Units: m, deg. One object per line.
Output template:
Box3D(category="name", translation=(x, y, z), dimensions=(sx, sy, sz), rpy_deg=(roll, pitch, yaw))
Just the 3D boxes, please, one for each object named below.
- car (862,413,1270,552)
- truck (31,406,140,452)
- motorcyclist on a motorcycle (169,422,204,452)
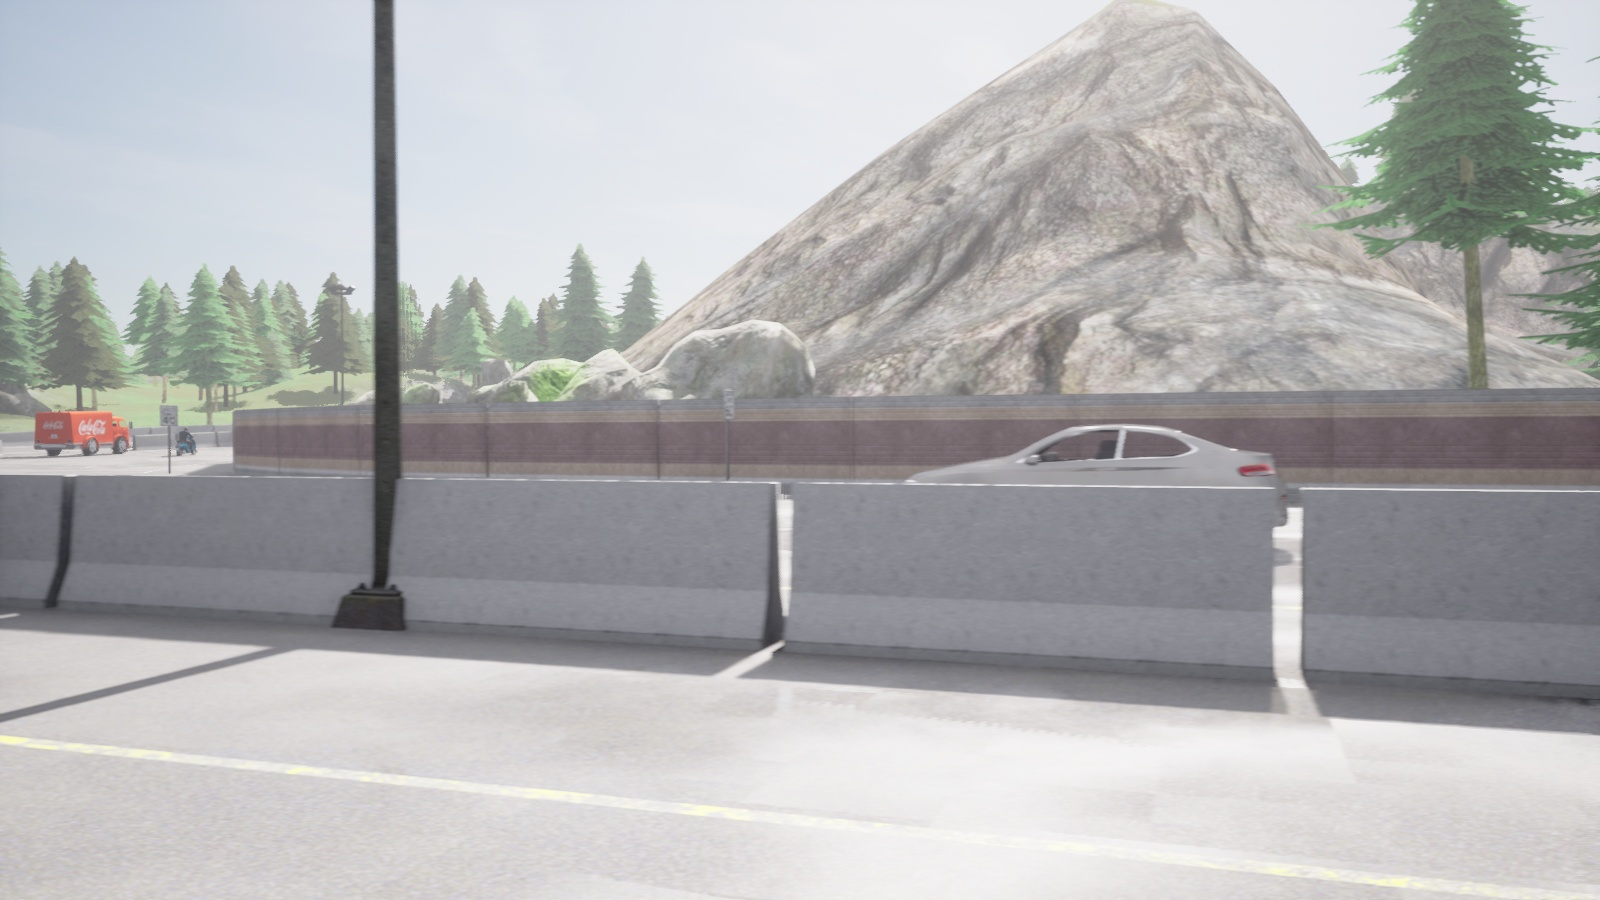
Box3D(category="car", translation=(3.549, 0.350, 16.766), dimensions=(5.027, 1.651, 2.152), rpy_deg=(1, 1, 19))
Box3D(category="truck", translation=(-39.973, -1.227, 70.459), dimensions=(2.627, 2.467, 5.204), rpy_deg=(0, 2, 8))
Box3D(category="motorcyclist on a motorcycle", translation=(-33.207, -0.713, 67.988), dimensions=(0.866, 1.590, 1.817), rpy_deg=(1, 2, 6))
